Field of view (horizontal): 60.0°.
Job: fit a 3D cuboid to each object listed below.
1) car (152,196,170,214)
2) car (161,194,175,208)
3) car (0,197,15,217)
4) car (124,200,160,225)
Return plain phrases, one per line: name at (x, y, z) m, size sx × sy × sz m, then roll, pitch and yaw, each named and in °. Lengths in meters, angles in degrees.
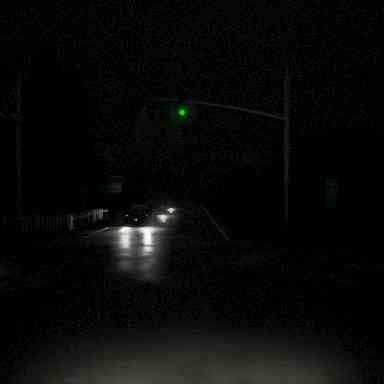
car at (-3.699, 1.496, 35.283) m, size 1.882 × 1.535 × 5.008 m, roll 0°, pitch 0°, yaw 0°
car at (-3.719, 1.247, 49.026) m, size 2.150 × 2.045 × 5.566 m, roll 0°, pitch 0°, yaw 0°
car at (-14.603, 1.325, 24.618) m, size 1.905 × 1.878 × 3.866 m, roll 0°, pitch 0°, yaw -1°
car at (-3.670, 1.538, 24.196) m, size 1.812 × 1.442 × 4.674 m, roll 0°, pitch 0°, yaw 0°
